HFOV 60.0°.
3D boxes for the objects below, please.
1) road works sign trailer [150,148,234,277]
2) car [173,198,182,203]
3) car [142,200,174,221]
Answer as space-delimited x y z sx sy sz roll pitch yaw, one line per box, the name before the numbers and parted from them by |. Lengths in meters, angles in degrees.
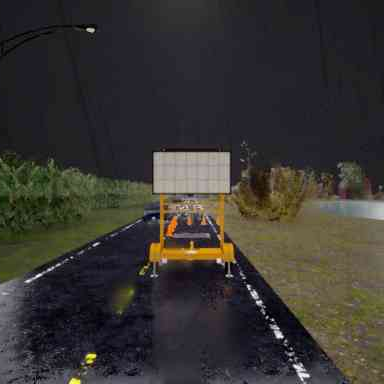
road works sign trailer | -0.004 0.471 10.234 2.380 3.560 2.880 0 0 0
car | -2.769 1.714 61.562 1.895 1.301 4.718 0 0 0
car | -2.858 1.578 27.437 2.033 1.411 5.357 0 0 0
